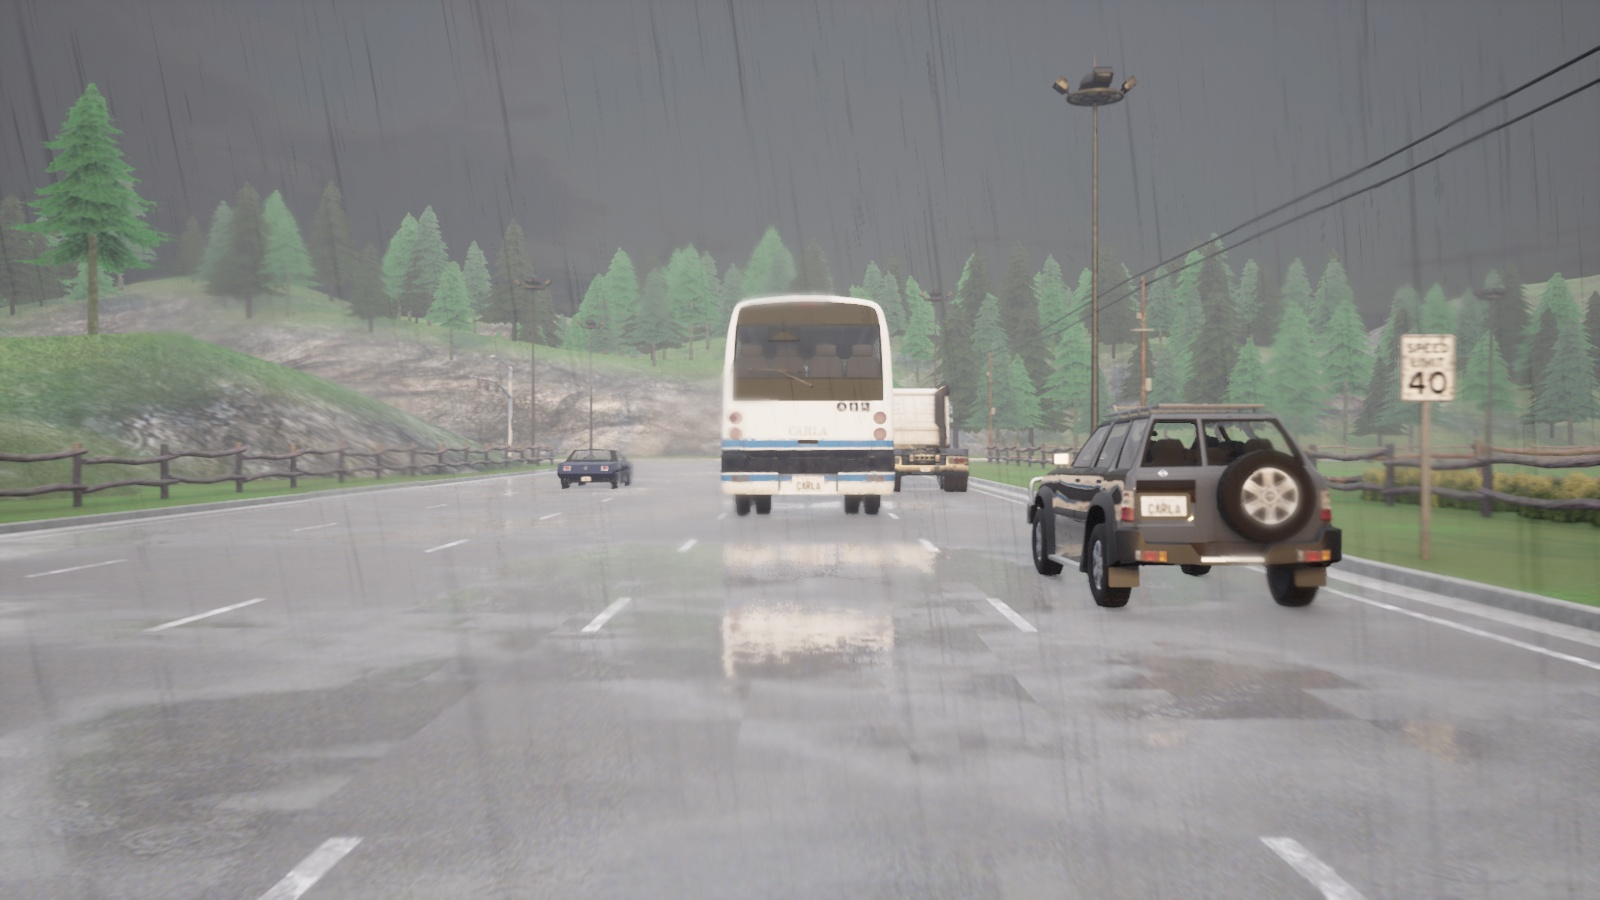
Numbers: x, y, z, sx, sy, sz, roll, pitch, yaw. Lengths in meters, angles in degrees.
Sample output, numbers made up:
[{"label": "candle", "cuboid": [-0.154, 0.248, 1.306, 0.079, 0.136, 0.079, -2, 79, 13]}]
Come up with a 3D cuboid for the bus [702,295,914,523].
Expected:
[{"label": "bus", "cuboid": [0.178, -0.795, 28.532, 3.944, 4.253, 10.273, 0, 0, 0]}]

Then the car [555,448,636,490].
[{"label": "car", "cuboid": [-6.748, 0.599, 41.826, 1.895, 1.301, 4.718, 0, 0, 0]}]

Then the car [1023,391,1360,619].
[{"label": "car", "cuboid": [3.586, 0.488, 12.498, 1.932, 1.855, 4.605, 0, -1, 0]}]

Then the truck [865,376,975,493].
[{"label": "truck", "cuboid": [3.749, -0.470, 41.104, 2.891, 3.462, 7.936, 0, 0, 0]}]
